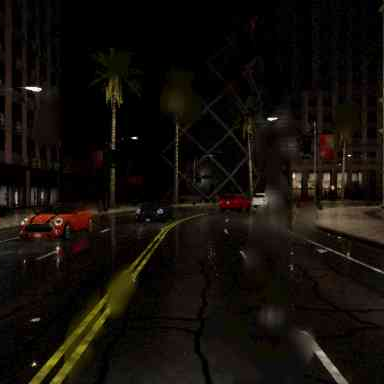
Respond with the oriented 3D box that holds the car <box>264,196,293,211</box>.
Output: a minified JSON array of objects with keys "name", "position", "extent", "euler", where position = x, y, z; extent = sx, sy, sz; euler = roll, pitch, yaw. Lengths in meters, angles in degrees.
[{"name":"car","position":[10.678,1.522,40.065],"extent":[1.812,1.442,4.674],"euler":[0,0,32]}]

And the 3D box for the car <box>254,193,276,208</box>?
[{"name":"car","position":[10.480,1.217,45.952],"extent":[2.150,2.045,5.566],"euler":[0,0,42]}]

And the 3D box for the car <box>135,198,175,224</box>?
[{"name":"car","position":[-2.718,1.348,25.069],"extent":[2.097,1.767,4.553],"euler":[0,0,8]}]

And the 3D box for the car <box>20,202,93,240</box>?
[{"name":"car","position":[-6.771,1.350,17.040],"extent":[2.097,1.767,4.553],"euler":[0,0,3]}]

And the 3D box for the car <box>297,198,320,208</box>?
[{"name":"car","position":[16.550,1.559,46.931],"extent":[4.181,1.385,1.994],"euler":[0,0,-43]}]

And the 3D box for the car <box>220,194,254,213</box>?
[{"name":"car","position":[4.862,1.218,36.969],"extent":[2.150,2.045,5.566],"euler":[0,0,25]}]
